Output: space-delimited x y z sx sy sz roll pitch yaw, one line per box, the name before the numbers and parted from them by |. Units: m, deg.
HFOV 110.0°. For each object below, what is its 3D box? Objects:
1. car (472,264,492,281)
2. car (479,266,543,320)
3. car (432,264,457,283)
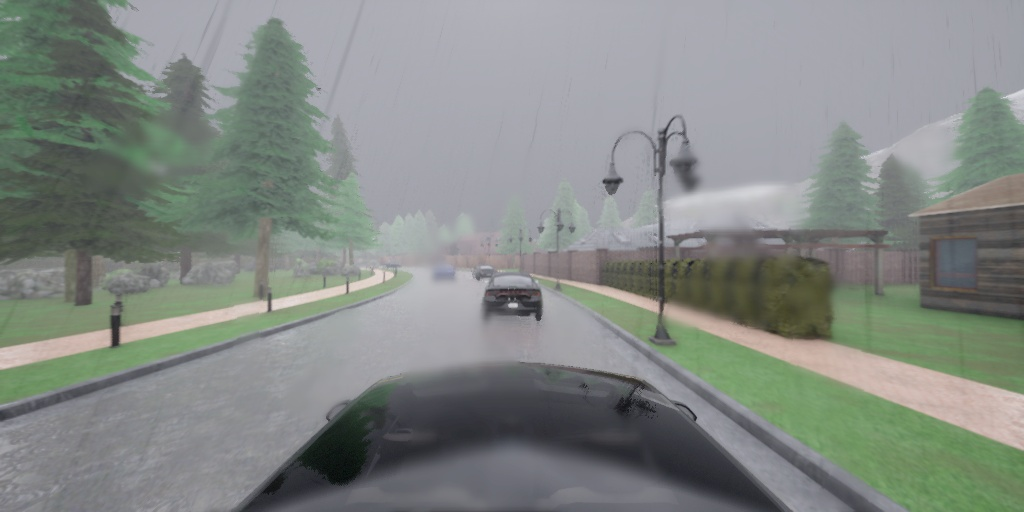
car | -2.535 1.470 33.191 1.812 1.442 4.674 0 0 -12
car | -0.019 1.297 12.964 1.882 1.535 5.008 0 0 -1
car | -5.813 1.408 30.949 1.882 1.535 5.008 0 0 -13
